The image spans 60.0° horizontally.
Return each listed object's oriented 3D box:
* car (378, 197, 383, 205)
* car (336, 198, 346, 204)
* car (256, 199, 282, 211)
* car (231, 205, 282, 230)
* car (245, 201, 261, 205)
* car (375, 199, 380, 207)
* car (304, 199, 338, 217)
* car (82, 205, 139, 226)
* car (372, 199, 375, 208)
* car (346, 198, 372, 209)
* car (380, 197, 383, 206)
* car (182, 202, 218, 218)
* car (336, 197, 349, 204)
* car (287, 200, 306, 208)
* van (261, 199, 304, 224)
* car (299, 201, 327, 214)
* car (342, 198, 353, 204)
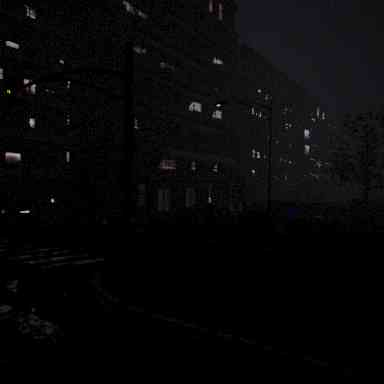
[{"bbox_3d":[47.021,2.146,81.079,2.192,1.841,5.009,1,0,36],"label":"car"},{"bbox_3d":[33.710,2.169,77.151,1.947,1.339,4.313,1,0,36],"label":"car"},{"bbox_3d":[10.724,1.736,45.977,1.967,1.590,4.097,1,0,36],"label":"car"},{"bbox_3d":[4.326,1.823,23.183,1.947,1.339,4.313,1,0,36],"label":"car"},{"bbox_3d":[7.439,1.832,41.523,1.802,1.307,4.206,1,0,36],"label":"car"},{"bbox_3d":[33.882,2.099,63.265,1.967,1.590,4.097,1,0,36],"label":"car"},{"bbox_3d":[14.180,1.833,36.544,1.967,1.590,4.097,1,0,36],"label":"car"},{"bbox_3d":[-5.697,1.619,23.709,2.008,1.369,4.403,1,0,36],"label":"car"},{"bbox_3d":[30.597,2.198,58.811,1.802,1.307,4.206,1,0,36],"label":"car"},{"bbox_3d":[27.317,1.887,54.358,2.192,1.841,5.009,1,0,36],"label":"car"},{"bbox_3d":[37.166,2.247,67.718,1.887,1.381,4.507,1,0,36],"label":"car"},{"bbox_3d":[0.871,1.705,32.616,1.887,1.381,4.507,1,0,36],"label":"car"},{"bbox_3d":[36.995,2.086,81.605,1.967,1.590,4.097,1,0,36],"label":"car"},{"bbox_3d":[17.290,1.967,54.884,1.802,1.307,4.206,1,0,36],"label":"car"},{"bbox_3d":[7.613,1.643,27.637,1.690,1.788,3.998,1,0,36],"label":"van"},{"bbox_3d":[15.689,1.946,42.953,2.033,1.411,5.357,1,0,36],"label":"car"},{"bbox_3d":[40.177,2.212,85.921,1.752,1.417,4.829,1,0,36],"label":"car"}]
